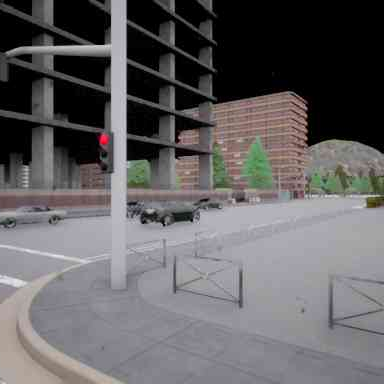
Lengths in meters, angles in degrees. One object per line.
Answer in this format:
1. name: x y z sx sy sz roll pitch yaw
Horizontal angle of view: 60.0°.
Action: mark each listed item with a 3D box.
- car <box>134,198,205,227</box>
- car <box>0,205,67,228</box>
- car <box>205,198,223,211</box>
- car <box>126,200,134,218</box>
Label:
1. car: -1.415 1.296 22.707 2.097 1.767 4.553 0 0 35
2. car: -10.817 1.545 21.886 1.895 1.301 4.718 0 0 35
3. car: 1.873 1.450 39.778 1.837 1.490 4.892 0 0 35
4. car: -5.042 1.470 30.019 1.812 1.442 4.674 0 0 36
